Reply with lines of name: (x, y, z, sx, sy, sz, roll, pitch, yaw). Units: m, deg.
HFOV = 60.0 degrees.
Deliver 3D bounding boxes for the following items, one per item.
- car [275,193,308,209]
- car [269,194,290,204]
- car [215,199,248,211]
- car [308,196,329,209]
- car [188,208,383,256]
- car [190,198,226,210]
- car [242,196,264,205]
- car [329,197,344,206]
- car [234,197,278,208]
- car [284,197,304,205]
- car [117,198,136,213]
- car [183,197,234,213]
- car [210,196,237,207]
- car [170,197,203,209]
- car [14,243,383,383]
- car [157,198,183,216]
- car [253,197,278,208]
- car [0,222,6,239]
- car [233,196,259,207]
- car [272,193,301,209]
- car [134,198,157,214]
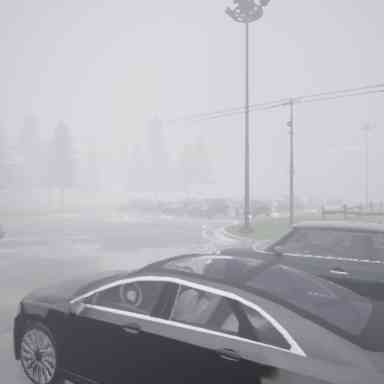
car: (11.093, 1.345, 37.631, 2.097, 1.767, 4.553, 0, 0, 37)
car: (16.455, 1.339, 62.360, 2.097, 1.767, 4.553, 0, 0, 37)
car: (4.948, 1.590, 41.090, 1.895, 1.301, 4.718, 0, 0, 36)
car: (16.484, 1.594, 44.889, 1.895, 1.301, 4.718, 0, 0, 37)
car: (2.436, 1.351, 6.429, 4.553, 1.767, 2.097, 0, 0, 34)
car: (2.177, 1.535, 43.232, 2.033, 1.411, 5.357, 0, 0, 37)
car: (11.312, 1.478, 61.262, 2.128, 1.511, 4.902, 0, 0, 37)
car: (22.986, 1.471, 53.592, 1.882, 1.535, 5.008, 0, 0, 37)
car: (5.644, 1.485, 30.265, 2.128, 1.511, 4.902, 0, 0, 36)
car: (17.971, 1.590, 58.547, 1.895, 1.301, 4.718, 0, 0, 37)
car: (-6.308, 1.491, 37.613, 1.837, 1.490, 4.892, 0, 0, 36)
car: (1.604, 1.343, 30.631, 2.097, 1.767, 4.553, 0, 0, 36)
car: (5.085, 1.478, 52.973, 2.128, 1.511, 4.902, 0, 0, 37)
car: (-0.673, 1.464, 45.257, 1.882, 1.535, 5.008, 0, 0, 37)
car: (-0.040, 1.491, 3.762, 4.902, 1.511, 2.128, 0, 0, 33)
car: (-0.745, 1.537, 33.374, 2.033, 1.411, 5.357, 0, 0, 36)
car: (10.895, 1.515, 49.100, 1.812, 1.442, 4.674, 0, 0, 37)
car: (-10.381, 1.539, 12.951, 5.357, 1.411, 2.033, 0, 0, -12)
car: (8.378, 1.465, 51.557, 1.882, 1.535, 5.008, 0, 0, 37)
car: (13.283, 1.213, 46.449, 2.150, 2.045, 5.566, 0, 0, 37)
car: (-3.548, 1.589, 35.461, 1.895, 1.301, 4.718, 0, 0, 36)
